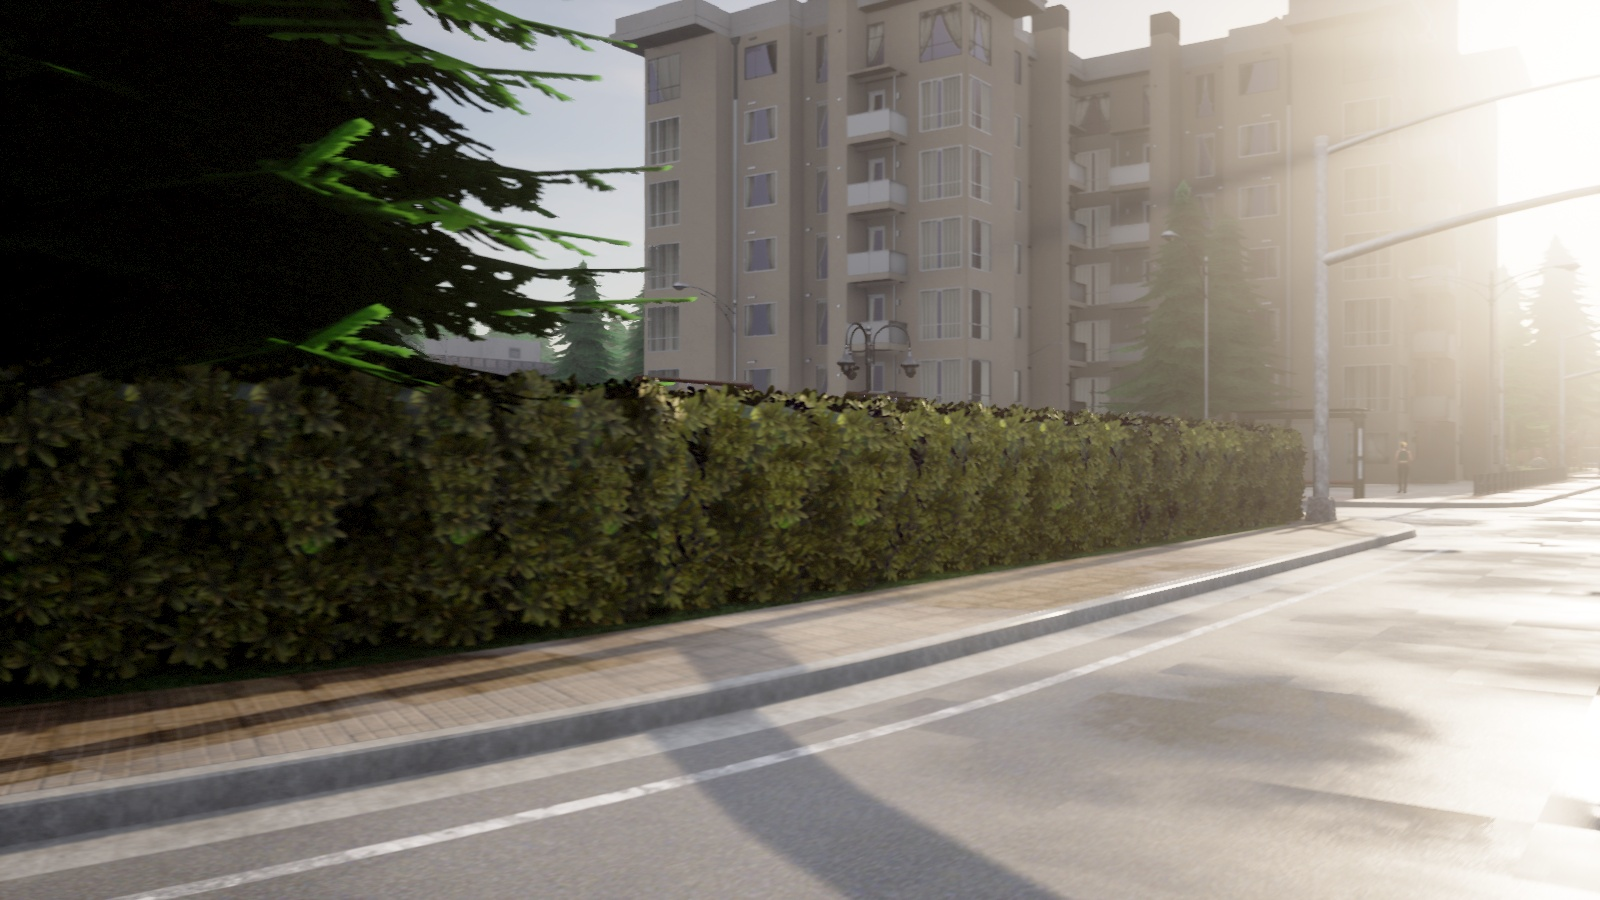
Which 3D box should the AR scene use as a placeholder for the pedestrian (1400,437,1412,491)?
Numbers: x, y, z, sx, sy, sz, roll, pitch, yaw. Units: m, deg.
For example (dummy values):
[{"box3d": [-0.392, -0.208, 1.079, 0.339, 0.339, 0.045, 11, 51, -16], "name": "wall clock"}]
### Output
[{"box3d": [20.984, 0.488, 43.476, 0.345, 1.836, 0.594, 0, 0, 24], "name": "pedestrian"}]
